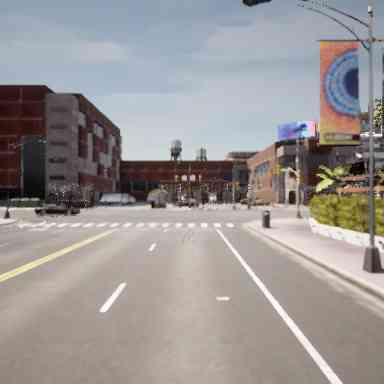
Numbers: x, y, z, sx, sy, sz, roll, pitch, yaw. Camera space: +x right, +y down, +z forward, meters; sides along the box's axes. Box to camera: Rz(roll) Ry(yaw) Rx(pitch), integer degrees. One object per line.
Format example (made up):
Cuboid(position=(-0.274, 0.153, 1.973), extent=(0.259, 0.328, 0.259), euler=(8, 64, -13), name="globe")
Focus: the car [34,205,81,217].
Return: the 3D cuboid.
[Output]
Cuboid(position=(-15.279, 2.121, 38.062), extent=(4.718, 1.301, 1.895), euler=(0, -1, 1), name="car")
